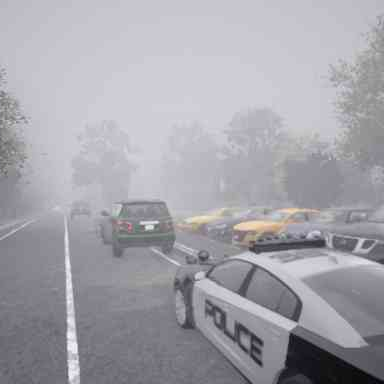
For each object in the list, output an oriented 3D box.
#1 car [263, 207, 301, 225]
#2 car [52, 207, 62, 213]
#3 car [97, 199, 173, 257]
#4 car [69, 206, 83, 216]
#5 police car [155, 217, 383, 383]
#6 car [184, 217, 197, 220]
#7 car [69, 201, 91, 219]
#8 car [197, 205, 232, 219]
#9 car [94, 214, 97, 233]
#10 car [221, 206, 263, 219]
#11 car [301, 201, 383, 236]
[{"bbox_3d":[5.091,1.306,11.369,4.553,1.767,2.185,-1,0,-21],"label":"car"},{"bbox_3d":[-31.340,4.134,77.218,1.812,1.442,4.674,-1,-2,-21],"label":"car"},{"bbox_3d":[-2.398,1.325,13.727,2.150,2.045,5.566,-1,-1,-21],"label":"car"},{"bbox_3d":[-17.884,2.876,51.177,1.837,1.490,4.892,-1,-2,-21],"label":"car"},{"bbox_3d":[1.184,1.415,4.452,1.930,1.638,5.238,-1,0,-21],"label":"police car"},{"bbox_3d":[1.900,1.534,19.052,5.366,1.575,1.946,-1,0,-21],"label":"car"},{"bbox_3d":[-12.888,2.021,38.278,2.150,2.045,5.566,-1,-2,-21],"label":"car"},{"bbox_3d":[3.073,1.493,16.537,4.892,1.521,2.231,-1,0,-21],"label":"car"},{"bbox_3d":[-4.544,1.683,19.297,1.882,1.535,5.008,-1,-1,-21],"label":"car"},{"bbox_3d":[4.071,1.458,13.951,5.008,1.535,2.097,-1,0,-21],"label":"car"},{"bbox_3d":[6.030,1.159,8.762,5.566,2.045,2.435,-1,0,-21],"label":"car"}]
